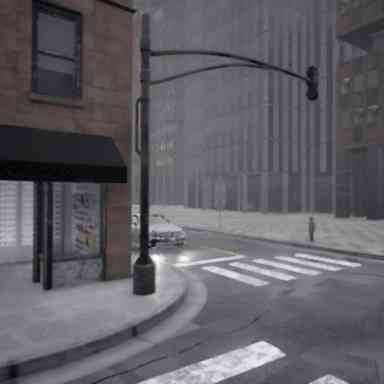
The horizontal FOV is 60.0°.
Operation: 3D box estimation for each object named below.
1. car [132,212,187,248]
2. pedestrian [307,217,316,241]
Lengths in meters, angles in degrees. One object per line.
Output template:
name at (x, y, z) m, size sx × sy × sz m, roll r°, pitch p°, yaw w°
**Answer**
car at (-2.083, 1.689, 15.612) m, size 1.812 × 1.442 × 4.674 m, roll 1°, pitch -1°, yaw -34°
pedestrian at (5.557, 1.711, 15.371) m, size 0.500 × 1.100 × 0.500 m, roll 1°, pitch -1°, yaw -34°
